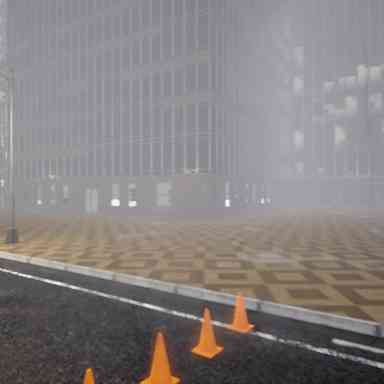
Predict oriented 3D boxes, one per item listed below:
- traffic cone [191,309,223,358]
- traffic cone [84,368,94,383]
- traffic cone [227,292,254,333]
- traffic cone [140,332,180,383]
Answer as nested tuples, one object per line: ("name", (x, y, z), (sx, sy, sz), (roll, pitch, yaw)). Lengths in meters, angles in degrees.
("traffic cone", (0.210, 1.970, 4.757), (0.340, 0.580, 0.340), (-1, 0, 36))
("traffic cone", (-0.975, 1.972, 3.147), (0.340, 0.580, 0.340), (-1, 0, 36))
("traffic cone", (0.803, 1.969, 5.563), (0.340, 0.580, 0.340), (-1, 0, 36))
("traffic cone", (-0.382, 1.971, 3.952), (0.340, 0.580, 0.340), (-1, 0, 36))
